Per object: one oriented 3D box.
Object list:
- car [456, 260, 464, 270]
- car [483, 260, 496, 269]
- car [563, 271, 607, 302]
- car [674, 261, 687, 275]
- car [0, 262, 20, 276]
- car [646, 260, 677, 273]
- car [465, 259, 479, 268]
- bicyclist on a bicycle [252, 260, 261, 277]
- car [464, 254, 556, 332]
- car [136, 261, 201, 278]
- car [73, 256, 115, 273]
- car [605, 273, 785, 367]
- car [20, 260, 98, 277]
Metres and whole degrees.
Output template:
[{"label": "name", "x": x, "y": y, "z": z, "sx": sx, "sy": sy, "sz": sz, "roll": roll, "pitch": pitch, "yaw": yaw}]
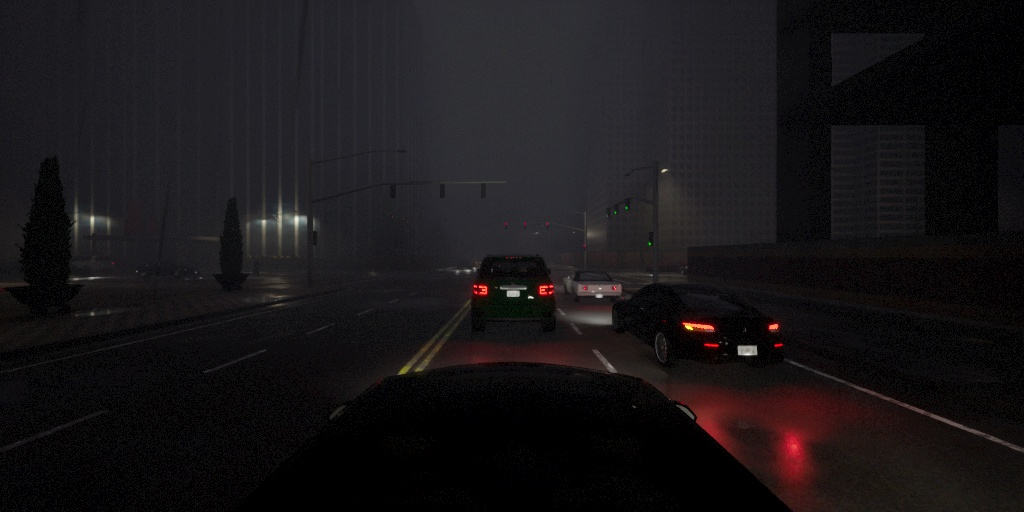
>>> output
[{"label": "car", "x": -7.059, "y": 1.275, "z": 53.730, "sx": 1.812, "sy": 1.442, "sz": 4.674, "roll": 0, "pitch": 0, "yaw": 0}, {"label": "car", "x": -3.549, "y": 1.351, "z": 57.510, "sx": 1.895, "sy": 1.301, "sz": 4.718, "roll": 0, "pitch": 0, "yaw": 0}, {"label": "car", "x": 3.593, "y": 1.351, "z": 16.932, "sx": 1.895, "sy": 1.301, "sz": 4.718, "roll": 0, "pitch": 0, "yaw": 0}, {"label": "car", "x": 19.877, "y": 1.351, "z": 37.168, "sx": 4.718, "sy": 1.301, "sz": 1.895, "roll": 0, "pitch": 0, "yaw": 1}, {"label": "car", "x": -50.679, "y": 1.314, "z": 36.566, "sx": 4.181, "sy": 1.385, "sz": 1.994, "roll": 0, "pitch": 0, "yaw": 3}, {"label": "car", "x": 17.808, "y": 1.227, "z": 40.681, "sx": 5.008, "sy": 1.535, "sz": 1.882, "roll": 0, "pitch": 0, "yaw": 0}, {"label": "car", "x": -7.025, "y": 1.227, "z": 63.065, "sx": 1.882, "sy": 1.535, "sz": 5.008, "roll": 0, "pitch": 0, "yaw": 0}, {"label": "bicyclist on a bicycle", "x": -24.645, "y": 1.203, "z": 34.554, "sx": 0.582, "sy": 1.620, "sz": 1.656, "roll": 0, "pitch": 0, "yaw": -13}, {"label": "car", "x": 0.057, "y": 0.971, "z": 11.013, "sx": 2.150, "sy": 2.045, "sz": 5.566, "roll": 0, "pitch": 0, "yaw": 1}, {"label": "car", "x": -31.586, "y": 1.241, "z": 33.034, "sx": 4.902, "sy": 1.511, "sz": 2.128, "roll": 0, "pitch": 0, "yaw": 0}, {"label": "car", "x": -48.012, "y": 0.971, "z": 40.125, "sx": 5.566, "sy": 2.045, "sz": 2.150, "roll": 0, "pitch": 0, "yaw": -1}, {"label": "car", "x": 3.589, "y": 1.276, "z": 7.770, "sx": 1.812, "sy": 1.442, "sz": 4.674, "roll": 0, "pitch": 0, "yaw": 0}, {"label": "car", "x": -41.554, "y": 1.314, "z": 32.987, "sx": 4.181, "sy": 1.385, "sz": 1.994, "roll": 0, "pitch": 0, "yaw": 0}]
